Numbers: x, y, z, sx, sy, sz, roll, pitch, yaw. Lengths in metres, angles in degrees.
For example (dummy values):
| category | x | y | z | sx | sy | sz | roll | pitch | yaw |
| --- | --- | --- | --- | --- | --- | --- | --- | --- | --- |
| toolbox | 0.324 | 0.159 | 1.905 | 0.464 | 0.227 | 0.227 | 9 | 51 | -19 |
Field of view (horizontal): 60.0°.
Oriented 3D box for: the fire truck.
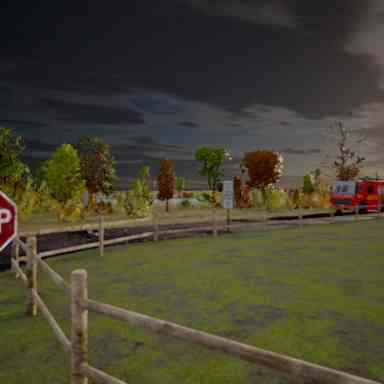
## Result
| category | x | y | z | sx | sy | sz | roll | pitch | yaw |
| --- | --- | --- | --- | --- | --- | --- | --- | --- | --- |
| fire truck | 18.917 | 0.389 | 37.056 | 8.468 | 3.827 | 2.891 | 0 | 0 | -37 |
